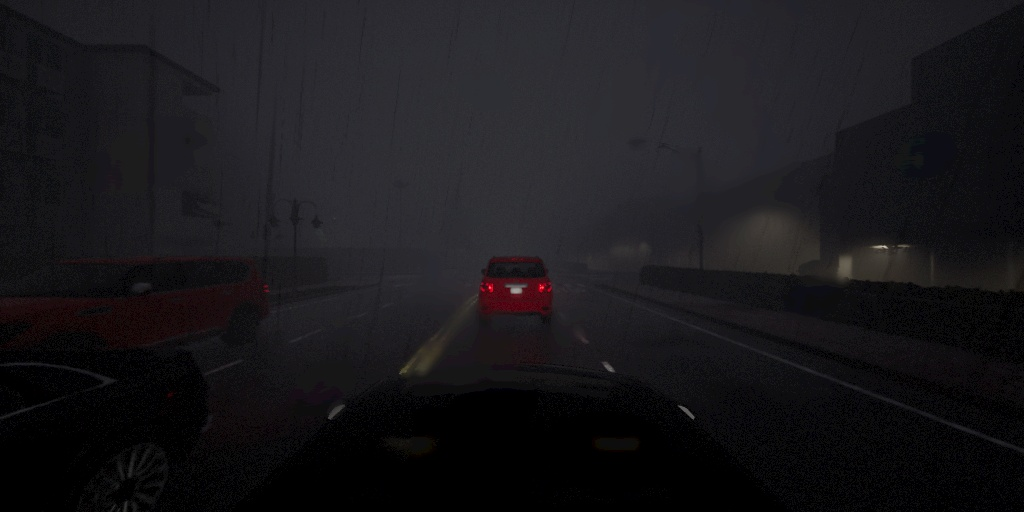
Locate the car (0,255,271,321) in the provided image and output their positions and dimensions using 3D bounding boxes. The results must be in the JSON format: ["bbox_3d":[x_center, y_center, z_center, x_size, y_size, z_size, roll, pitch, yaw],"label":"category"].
[{"bbox_3d":[-7.092,0.997,6.621,2.150,2.045,5.566,0,0,0],"label":"car"}]

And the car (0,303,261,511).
[{"bbox_3d":[-3.599,1.238,1.125,2.128,1.511,4.902,0,0,0],"label":"car"}]

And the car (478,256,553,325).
[{"bbox_3d":[0.111,1.028,12.228,2.150,2.045,5.566,0,0,0],"label":"car"}]
